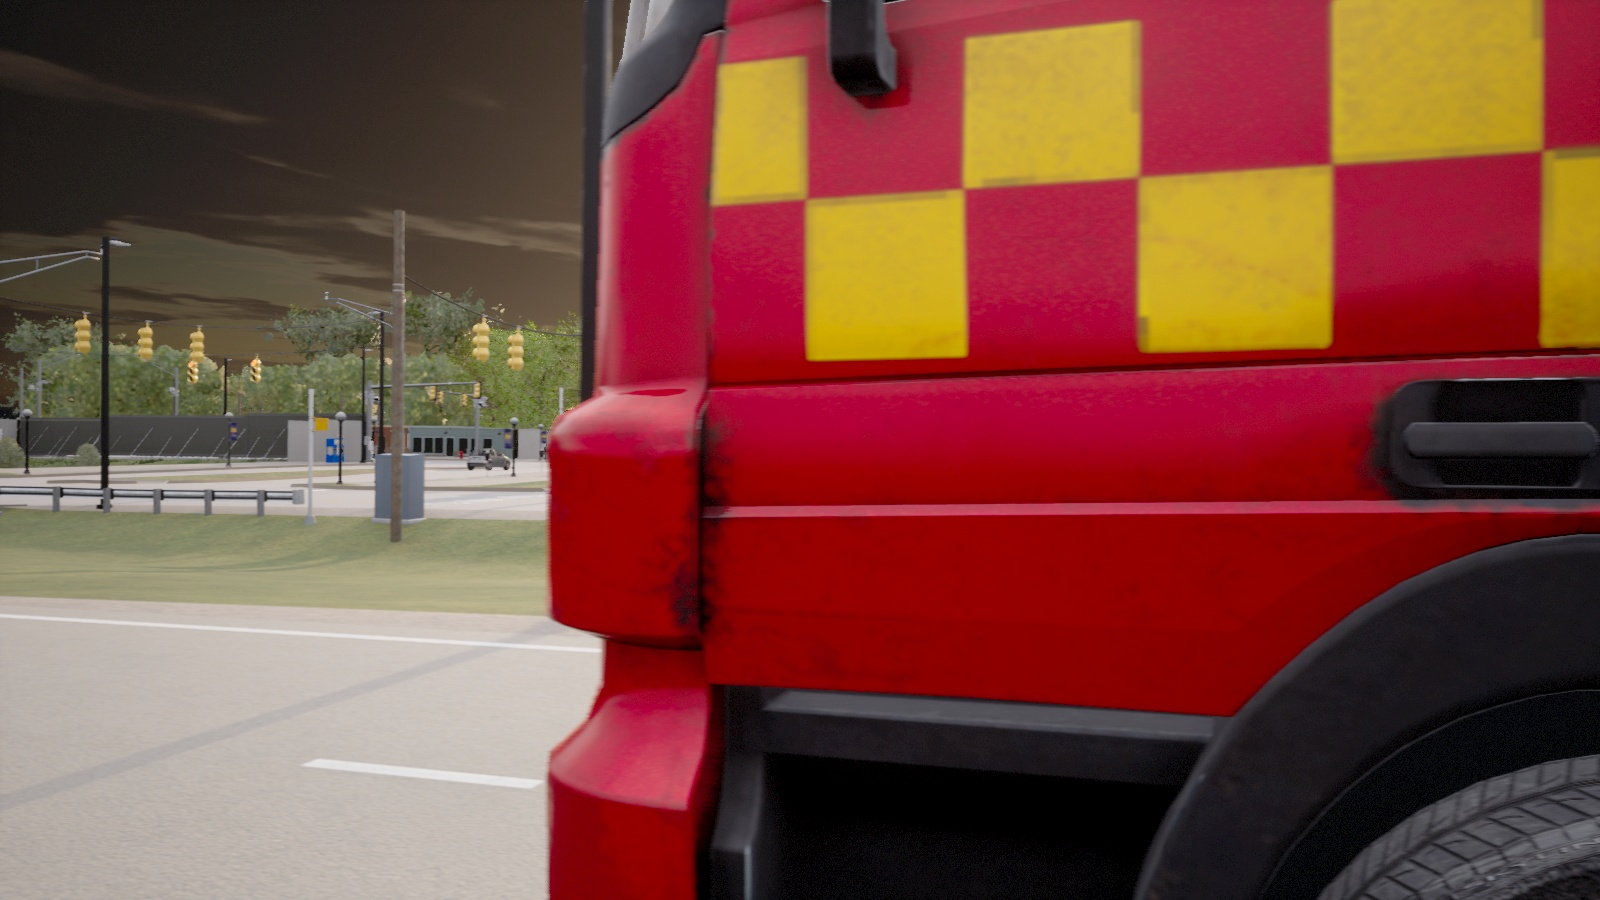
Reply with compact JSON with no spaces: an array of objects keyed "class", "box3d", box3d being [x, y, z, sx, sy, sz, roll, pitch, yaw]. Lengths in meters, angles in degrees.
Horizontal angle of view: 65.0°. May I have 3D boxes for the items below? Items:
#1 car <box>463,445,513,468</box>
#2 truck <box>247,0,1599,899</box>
[{"class":"car","box3d":[-23.061,0.480,92.985,1.851,1.617,3.988,1,0,14]},{"class":"truck","box3d":[3.621,-0.356,1.958,8.468,3.827,2.891,1,1,19]}]
